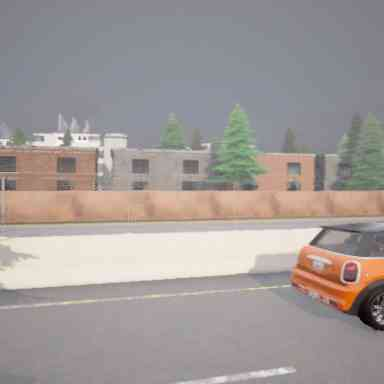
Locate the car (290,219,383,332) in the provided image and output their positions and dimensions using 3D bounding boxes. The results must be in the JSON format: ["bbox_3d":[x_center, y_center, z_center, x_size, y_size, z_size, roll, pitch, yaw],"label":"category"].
[{"bbox_3d":[4.429,1.394,6.753,4.553,1.767,2.097,0,0,-14],"label":"car"}]
